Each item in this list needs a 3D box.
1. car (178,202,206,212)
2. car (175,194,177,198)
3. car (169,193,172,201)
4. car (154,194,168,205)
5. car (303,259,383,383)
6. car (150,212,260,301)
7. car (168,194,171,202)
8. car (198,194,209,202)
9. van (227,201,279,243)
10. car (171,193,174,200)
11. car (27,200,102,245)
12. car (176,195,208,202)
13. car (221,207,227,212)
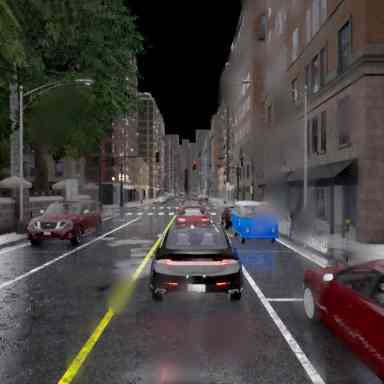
[{"bbox_3d":[0.080,1.519,18.577,1.812,1.442,4.674,0,0,0],"label":"car"},{"bbox_3d":[-5.776,1.495,86.521,2.008,1.369,4.403,0,0,0],"label":"car"},{"bbox_3d":[-5.756,1.492,70.169,1.887,1.381,4.507,0,0,0],"label":"car"},{"bbox_3d":[-5.742,1.479,59.097,1.752,1.417,4.829,0,0,0],"label":"car"},{"bbox_3d":[2.850,1.544,4.308,1.887,1.381,4.507,0,0,0],"label":"car"},{"bbox_3d":[0.090,1.490,8.315,2.128,1.511,4.902,0,0,0],"label":"car"},{"bbox_3d":[-5.749,1.501,64.717,2.008,1.369,4.403,0,0,0],"label":"car"},{"bbox_3d":[2.762,1.386,75.666,1.967,1.590,4.097,0,0,0],"label":"car"},{"bbox_3d":[2.836,1.336,15.629,1.690,1.788,3.998,0,0,0],"label":"van"},{"bbox_3d":[-5.763,1.490,75.619,1.887,1.381,4.507,0,0,0],"label":"car"},{"bbox_3d":[-5.689,1.310,15.578,2.192,1.841,5.009,0,0,0],"label":"car"},{"bbox_3d":[0.014,1.338,27.534,2.097,1.767,4.553,0,0,2],"label":"car"},{"bbox_3d":[2.830,1.557,21.289,1.947,1.339,4.313,0,0,0],"label":"car"}]
